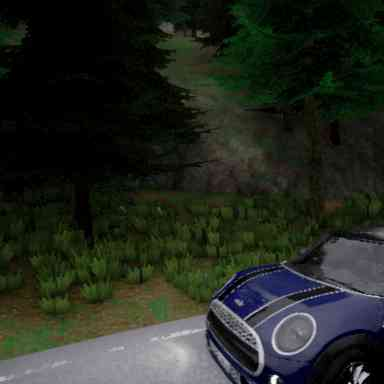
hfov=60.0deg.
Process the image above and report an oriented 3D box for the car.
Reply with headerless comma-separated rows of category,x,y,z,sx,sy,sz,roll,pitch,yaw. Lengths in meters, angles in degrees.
car,2.485,1.291,4.475,4.553,1.767,2.097,-1,1,-18
